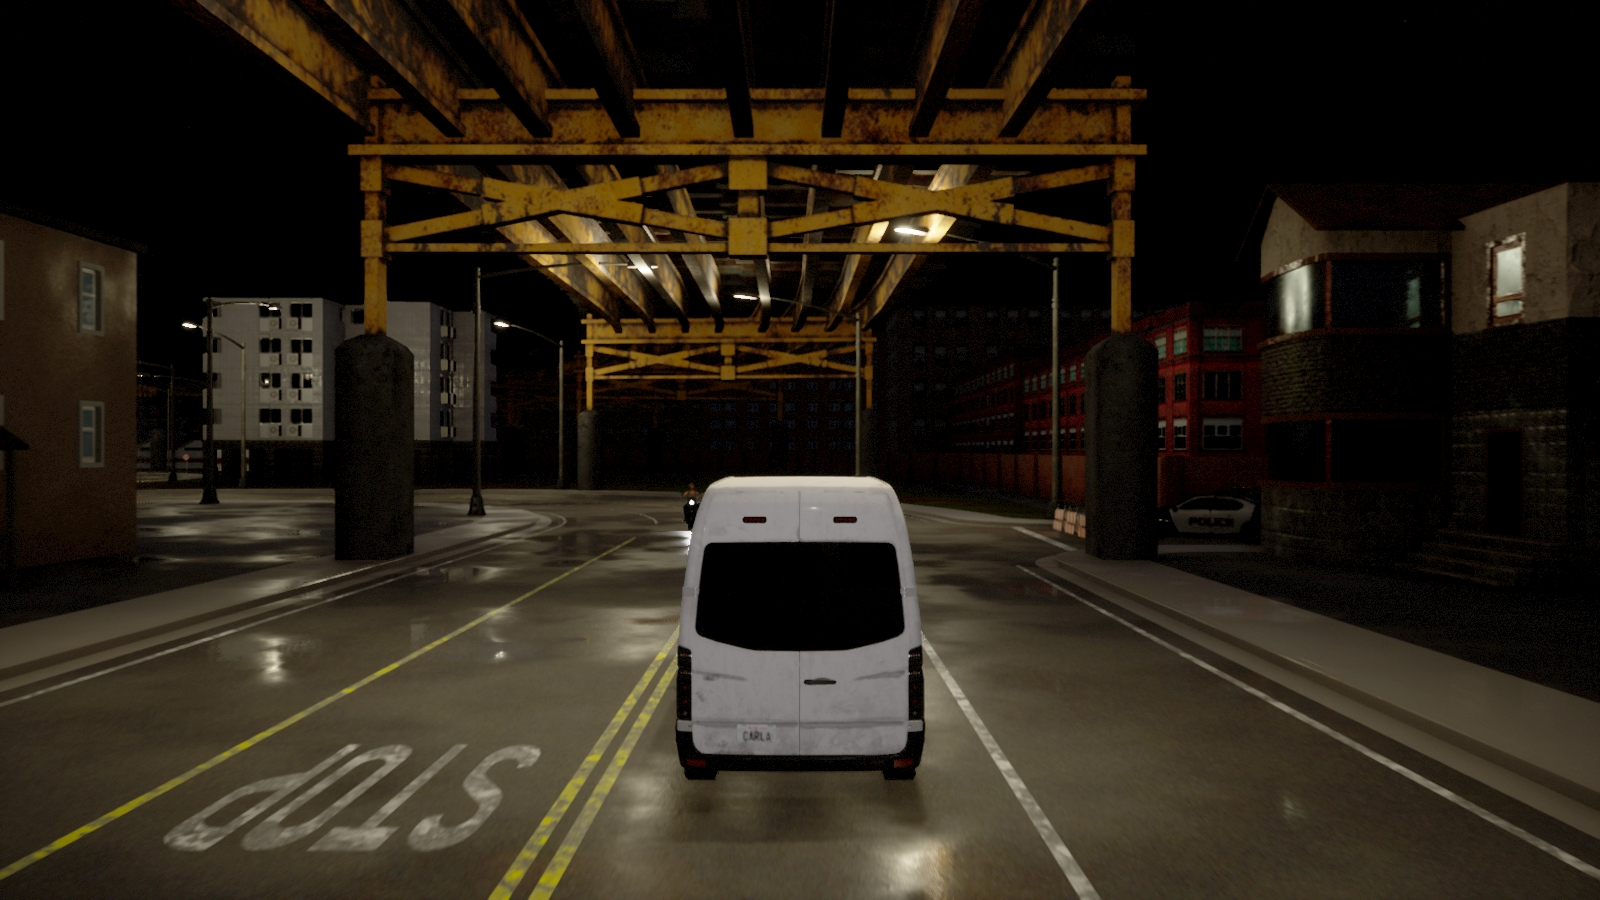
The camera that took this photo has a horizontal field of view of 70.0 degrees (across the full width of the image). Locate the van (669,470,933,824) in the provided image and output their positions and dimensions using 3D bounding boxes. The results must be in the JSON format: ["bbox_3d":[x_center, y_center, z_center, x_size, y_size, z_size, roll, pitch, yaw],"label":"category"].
[{"bbox_3d":[0.011,1.534,11.554,1.988,2.561,5.915,0,0,0],"label":"van"}]

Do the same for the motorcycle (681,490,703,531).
[{"bbox_3d":[-3.841,2.143,40.753,0.764,1.332,2.356,0,0,-5],"label":"motorcycle"}]
